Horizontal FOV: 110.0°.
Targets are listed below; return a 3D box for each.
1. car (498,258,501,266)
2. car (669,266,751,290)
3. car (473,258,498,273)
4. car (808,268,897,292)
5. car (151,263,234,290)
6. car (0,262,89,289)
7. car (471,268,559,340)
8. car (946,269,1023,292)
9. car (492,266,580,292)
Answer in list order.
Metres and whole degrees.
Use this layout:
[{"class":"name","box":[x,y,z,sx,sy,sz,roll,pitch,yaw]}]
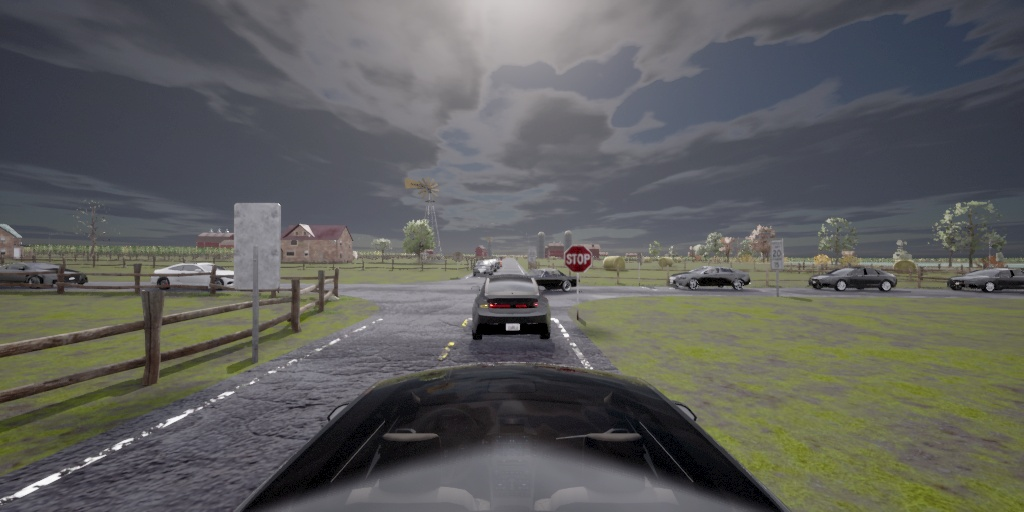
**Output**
[{"class":"car","box":[-2.880,1.241,46.136,2.128,1.511,4.902,0,0,0]},{"class":"car","box":[12.785,1.396,23.289,4.902,1.511,2.128,1,-1,-2]},{"class":"car","box":[-2.882,1.243,36.691,2.128,1.511,4.902,0,0,0]},{"class":"car","box":[22.186,1.499,23.466,4.892,1.490,1.837,1,-1,-1]},{"class":"car","box":[-17.255,1.104,19.951,4.674,1.442,1.812,1,-1,-1]},{"class":"car","box":[-26.375,1.048,19.823,4.181,1.385,1.994,1,-1,-1]},{"class":"car","box":[-0.079,1.256,10.006,1.837,1.490,4.892,0,0,-2]},{"class":"car","box":[31.689,1.587,23.593,4.892,1.490,1.837,1,-1,-1]},{"class":"car","box":[1.488,1.369,20.053,4.718,1.301,1.895,1,0,-35]}]
